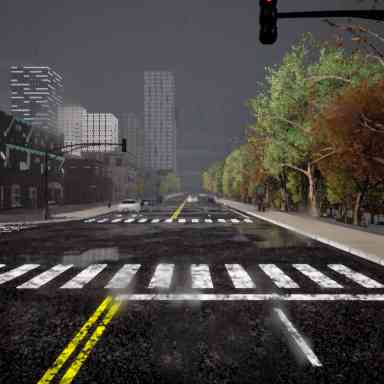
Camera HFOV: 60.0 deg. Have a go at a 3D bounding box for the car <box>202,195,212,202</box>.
[{"bbox_3d":[3.317,1.510,74.412,2.033,1.411,5.357,0,0,0],"label":"car"}]

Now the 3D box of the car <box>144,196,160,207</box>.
[{"bbox_3d":[-6.552,1.472,50.005,2.128,1.511,4.902,0,0,0],"label":"car"}]

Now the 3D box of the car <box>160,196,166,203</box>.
[{"bbox_3d":[-6.445,1.507,68.237,1.837,1.490,4.892,0,0,0],"label":"car"}]

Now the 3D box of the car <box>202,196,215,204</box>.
[{"bbox_3d":[3.401,1.523,63.759,2.033,1.411,5.357,0,0,0],"label":"car"}]

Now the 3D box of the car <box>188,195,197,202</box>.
[{"bbox_3d":[0.075,1.447,74.833,1.882,1.535,5.008,0,0,0],"label":"car"}]

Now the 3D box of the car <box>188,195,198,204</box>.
[{"bbox_3d":[0.143,1.501,64.639,1.812,1.442,4.674,0,0,0],"label":"car"}]

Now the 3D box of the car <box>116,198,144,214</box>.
[{"bbox_3d":[-6.570,1.514,35.161,1.812,1.442,4.674,0,0,0],"label":"car"}]
